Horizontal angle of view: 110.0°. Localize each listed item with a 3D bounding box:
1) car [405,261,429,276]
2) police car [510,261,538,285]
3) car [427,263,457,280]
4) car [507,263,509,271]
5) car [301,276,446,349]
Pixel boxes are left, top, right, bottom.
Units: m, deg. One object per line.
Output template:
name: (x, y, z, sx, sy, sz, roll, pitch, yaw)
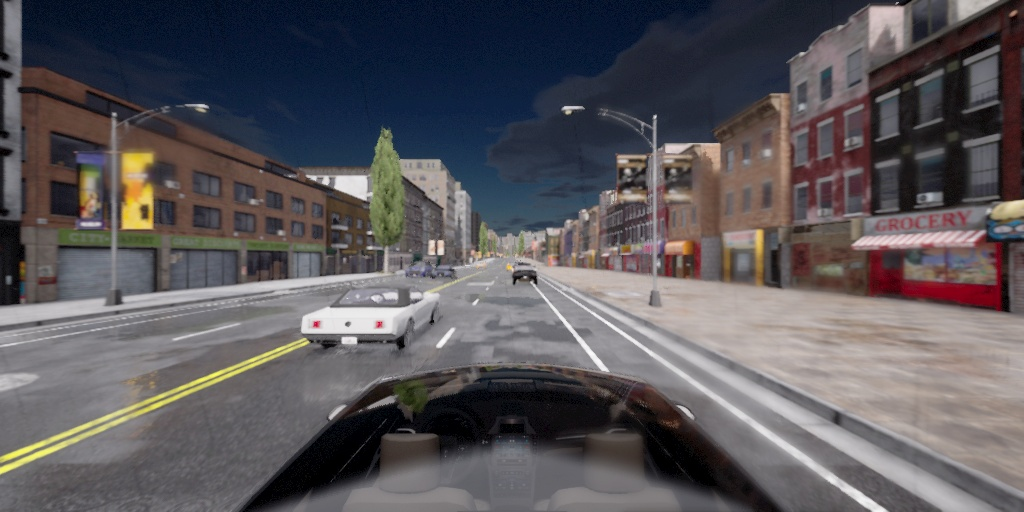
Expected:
car: (-9.827, 1.406, 38.340, 2.097, 1.767, 4.553, 0, -1, 0)
police car: (0.980, 1.375, 28.621, 1.930, 1.638, 5.238, 0, -1, 0)
car: (-6.584, 1.582, 35.090, 1.994, 1.385, 4.181, 0, -1, 0)
car: (0.012, 1.877, 62.328, 1.882, 1.535, 5.008, 0, -1, 0)
car: (-3.151, 1.368, 9.189, 1.895, 1.301, 4.718, 0, 0, 0)
